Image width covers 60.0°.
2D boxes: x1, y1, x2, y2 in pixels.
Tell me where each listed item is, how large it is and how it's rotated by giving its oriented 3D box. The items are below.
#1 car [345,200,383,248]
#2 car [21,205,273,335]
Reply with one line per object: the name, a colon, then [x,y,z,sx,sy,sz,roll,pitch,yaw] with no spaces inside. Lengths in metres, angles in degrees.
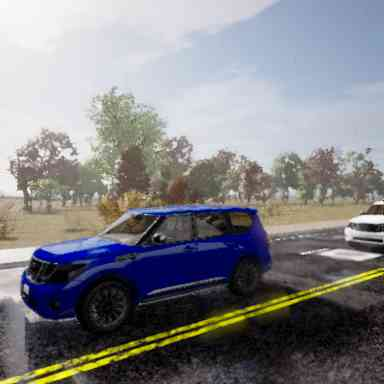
car: [9.034,1.382,14.647,5.566,2.045,2.150,0,-1,-37]
car: [-0.603,1.324,7.321,5.566,2.045,2.150,1,-1,-37]
